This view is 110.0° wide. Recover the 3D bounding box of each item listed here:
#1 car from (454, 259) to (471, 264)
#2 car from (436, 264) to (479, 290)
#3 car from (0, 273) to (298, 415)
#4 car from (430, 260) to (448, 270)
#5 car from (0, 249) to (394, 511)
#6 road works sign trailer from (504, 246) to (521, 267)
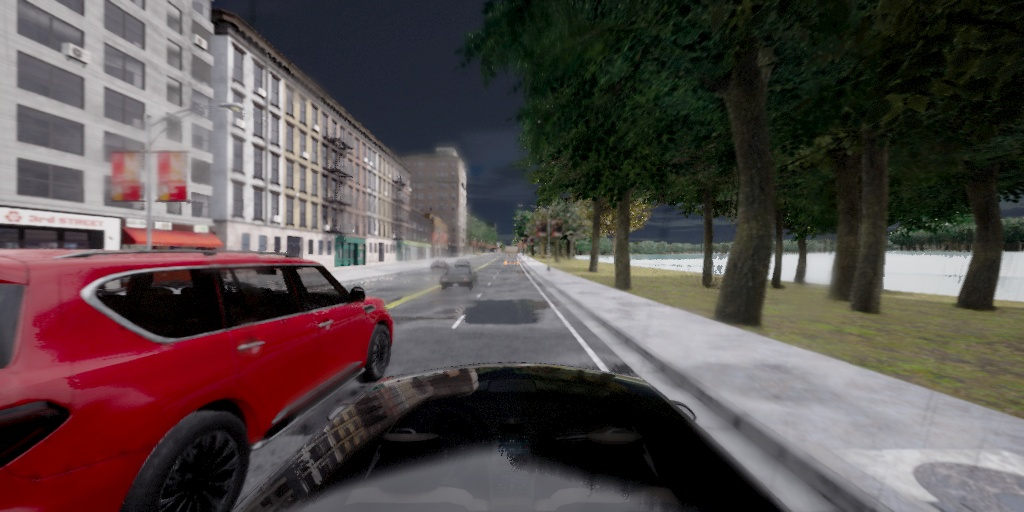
[{"bbox_3d":[-6.569,1.173,47.735,1.837,1.490,4.892,0,1,0],"label":"car"},{"bbox_3d":[-3.147,1.352,22.318,1.895,1.301,4.718,0,0,0],"label":"car"},{"bbox_3d":[-6.600,1.229,6.992,1.882,1.535,5.008,0,0,0],"label":"car"},{"bbox_3d":[-9.813,1.221,48.790,1.994,1.385,4.181,0,1,0],"label":"car"},{"bbox_3d":[-3.151,0.972,3.971,2.150,2.045,5.566,0,0,0],"label":"car"},{"bbox_3d":[0.010,-0.050,61.116,2.380,3.560,2.880,0,0,0],"label":"road works sign trailer"}]
